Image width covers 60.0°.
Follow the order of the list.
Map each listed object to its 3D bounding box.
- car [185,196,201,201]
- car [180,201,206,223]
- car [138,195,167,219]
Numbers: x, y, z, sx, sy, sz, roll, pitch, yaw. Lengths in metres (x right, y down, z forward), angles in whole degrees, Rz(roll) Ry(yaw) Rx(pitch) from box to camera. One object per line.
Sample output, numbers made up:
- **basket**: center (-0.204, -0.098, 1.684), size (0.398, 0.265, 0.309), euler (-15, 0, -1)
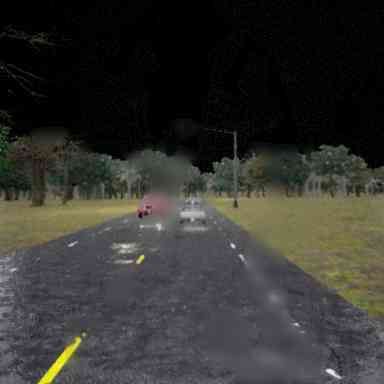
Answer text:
- **car**: center (0.093, 1.353, 43.396), size (2.097, 1.767, 4.553), euler (0, 0, 0)
- **car**: center (0.059, 1.658, 25.741), size (1.895, 1.301, 4.718), euler (0, 0, 0)
- **car**: center (-3.534, 1.267, 30.541), size (2.150, 2.045, 5.566), euler (0, 0, 0)
